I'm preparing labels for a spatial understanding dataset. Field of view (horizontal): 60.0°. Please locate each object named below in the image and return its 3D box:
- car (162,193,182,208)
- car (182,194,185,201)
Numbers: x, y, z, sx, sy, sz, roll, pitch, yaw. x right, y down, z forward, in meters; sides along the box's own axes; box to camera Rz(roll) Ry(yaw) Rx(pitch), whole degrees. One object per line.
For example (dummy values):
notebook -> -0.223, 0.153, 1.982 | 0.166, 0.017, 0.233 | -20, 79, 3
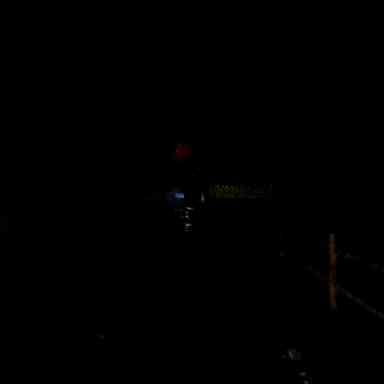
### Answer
car -> -2.763, 1.277, 43.135 | 1.882, 1.535, 5.008 | 0, 2, 2
car -> -2.595, 1.069, 73.916 | 1.882, 1.535, 5.008 | 0, 0, 0
